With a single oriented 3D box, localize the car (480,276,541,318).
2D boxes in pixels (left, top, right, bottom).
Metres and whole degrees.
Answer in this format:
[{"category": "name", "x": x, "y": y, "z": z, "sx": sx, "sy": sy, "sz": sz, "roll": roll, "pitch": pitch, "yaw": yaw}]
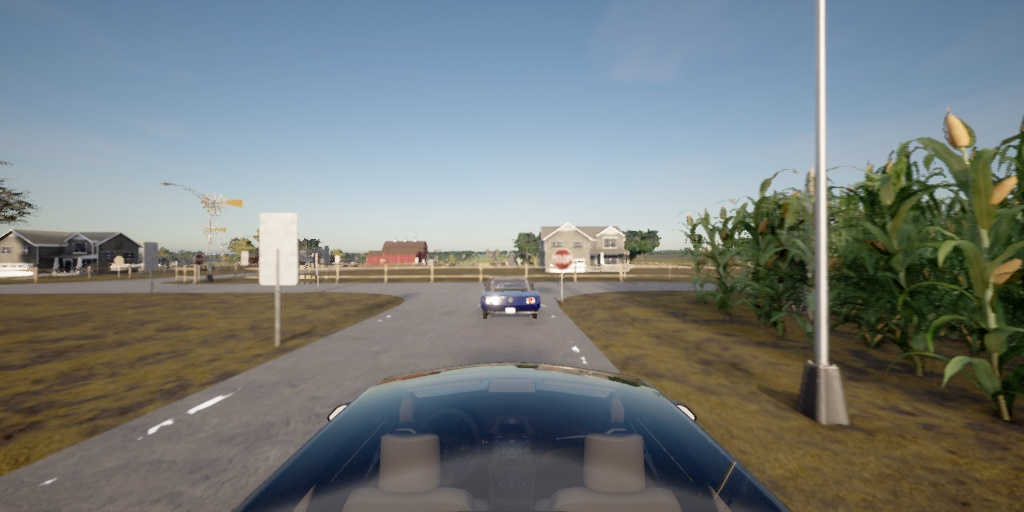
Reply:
[{"category": "car", "x": -0.110, "y": 1.386, "z": 13.125, "sx": 1.895, "sy": 1.301, "sz": 4.718, "roll": 0, "pitch": 0, "yaw": -2}]
